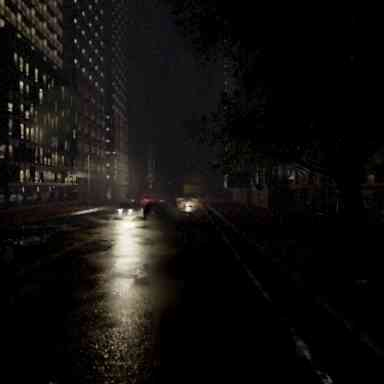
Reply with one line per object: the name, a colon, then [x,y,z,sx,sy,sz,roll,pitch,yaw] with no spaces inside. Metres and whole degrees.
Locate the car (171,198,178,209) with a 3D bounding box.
car: [-3.159,1.626,49.010,1.882,1.535,5.008,0,0,0]

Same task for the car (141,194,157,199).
car: [-6.561,1.378,51.915,2.150,2.045,5.566,0,0,1]

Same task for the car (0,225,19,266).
car: [-6.600,1.504,8.833,1.882,1.535,5.008,0,0,0]

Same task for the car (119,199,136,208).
car: [-9.827,1.754,50.693,1.895,1.301,4.718,0,0,0]

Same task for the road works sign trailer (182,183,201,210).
road works sign trailer: [-0.002,0.603,45.759,2.380,3.560,2.880,0,0,1]

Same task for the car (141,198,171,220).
car: [-3.155,1.566,29.461,1.882,1.535,5.008,0,0,0]
